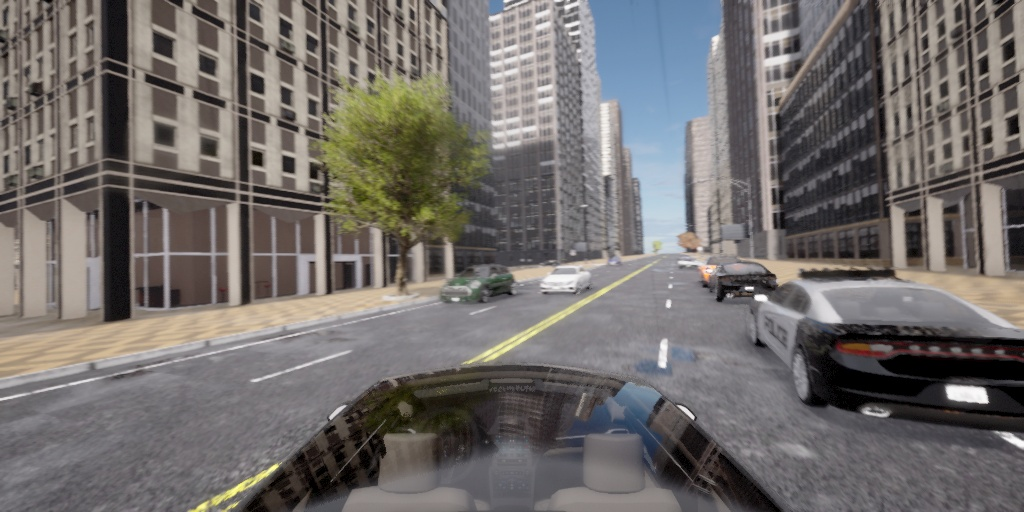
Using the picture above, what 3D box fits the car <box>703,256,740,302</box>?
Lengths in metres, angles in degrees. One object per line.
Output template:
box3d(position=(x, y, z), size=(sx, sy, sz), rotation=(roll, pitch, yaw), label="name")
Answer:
box3d(position=(9.173, 0.932, 14.573), size=(1.882, 1.535, 5.008), rotation=(-2, 0, 24), label="car")

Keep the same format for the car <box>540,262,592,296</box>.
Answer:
box3d(position=(3.037, 1.232, 19.337), size=(1.812, 1.442, 4.674), rotation=(-2, 0, 24), label="car")

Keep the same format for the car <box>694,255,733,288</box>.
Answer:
box3d(position=(11.622, 0.735, 20.016), size=(2.097, 1.767, 4.553), rotation=(-2, 0, 24), label="car")

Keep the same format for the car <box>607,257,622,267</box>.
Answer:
box3d(position=(15.934, 0.812, 55.644), size=(1.812, 1.442, 4.674), rotation=(-2, 0, 24), label="car")

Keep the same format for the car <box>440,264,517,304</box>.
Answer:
box3d(position=(-1.497, 1.222, 17.224), size=(2.097, 1.767, 4.553), rotation=(-2, 0, 24), label="car")

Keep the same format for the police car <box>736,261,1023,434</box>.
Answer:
box3d(position=(5.105, 0.996, 5.557), size=(1.930, 1.638, 5.238), rotation=(-2, 0, 24), label="police car")

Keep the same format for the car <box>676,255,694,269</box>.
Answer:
box3d(position=(19.825, 0.759, 40.459), size=(1.895, 1.301, 4.718), rotation=(-2, 0, 25), label="car")
